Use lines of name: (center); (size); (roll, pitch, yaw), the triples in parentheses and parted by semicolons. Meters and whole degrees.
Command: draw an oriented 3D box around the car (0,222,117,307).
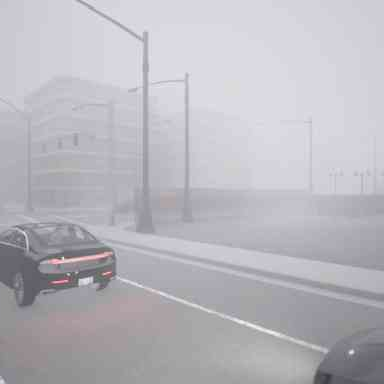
car: (-3.683, 1.492, 8.121); (2.128, 1.511, 4.902); (0, 0, -43)

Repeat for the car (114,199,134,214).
car: (-6.356, 1.491, 34.936); (4.902, 1.511, 2.128); (0, 0, -44)

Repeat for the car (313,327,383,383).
car: (3.127, 1.503, 1.632); (4.892, 1.490, 1.837); (-1, 0, 38)
